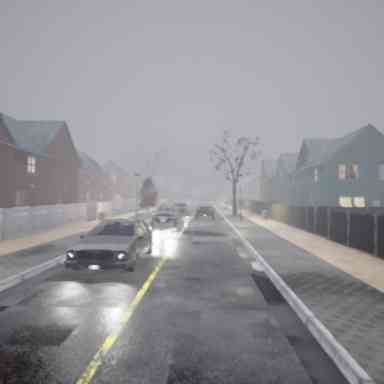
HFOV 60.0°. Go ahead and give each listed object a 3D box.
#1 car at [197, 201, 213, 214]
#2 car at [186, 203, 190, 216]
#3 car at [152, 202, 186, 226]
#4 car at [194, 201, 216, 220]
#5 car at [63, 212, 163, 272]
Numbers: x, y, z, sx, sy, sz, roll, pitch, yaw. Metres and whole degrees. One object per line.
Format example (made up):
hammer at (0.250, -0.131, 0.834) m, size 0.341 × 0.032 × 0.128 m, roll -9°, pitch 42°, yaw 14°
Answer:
car at (1.688, 1.958, 43.232) m, size 1.882 × 1.535 × 5.008 m, roll 1°, pitch 0°, yaw 3°
car at (-1.271, 1.945, 38.478) m, size 1.837 × 1.490 × 4.892 m, roll 1°, pitch -1°, yaw 2°
car at (-1.884, 1.721, 25.311) m, size 2.128 × 1.511 × 4.902 m, roll 1°, pitch -1°, yaw 3°
car at (1.269, 1.848, 32.006) m, size 1.837 × 1.490 × 4.892 m, roll 1°, pitch -1°, yaw 3°
car at (-2.467, 1.628, 11.434) m, size 2.033 × 1.411 × 5.357 m, roll 1°, pitch -1°, yaw 3°
